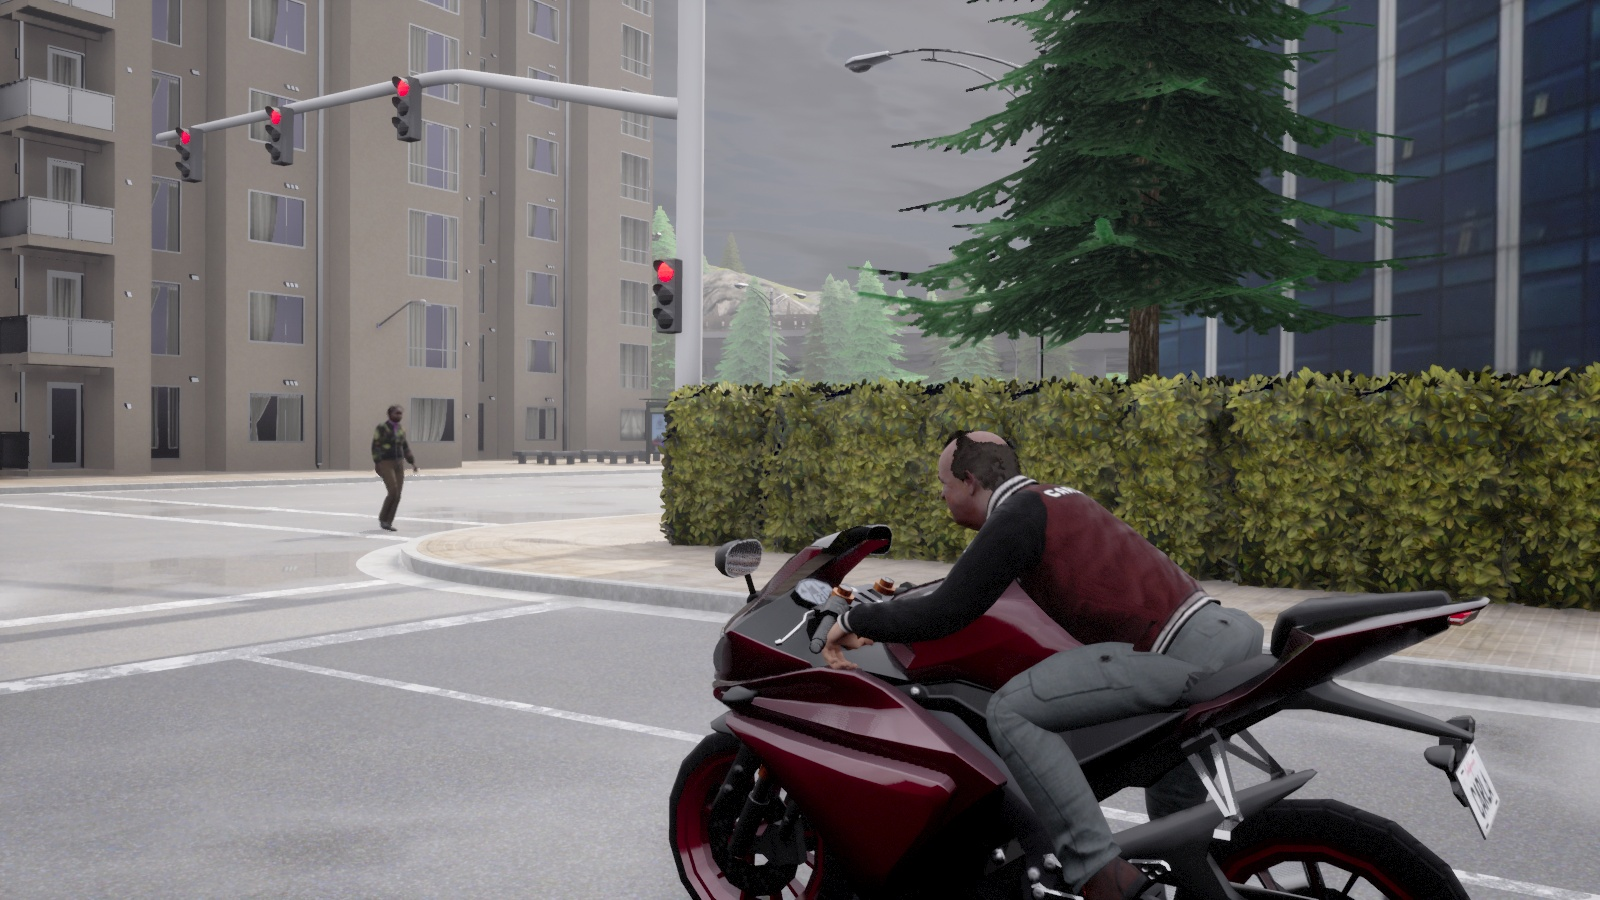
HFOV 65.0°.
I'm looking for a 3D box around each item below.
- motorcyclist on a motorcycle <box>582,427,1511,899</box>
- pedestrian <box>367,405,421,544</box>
[{"bbox_3d":[0.552,0.717,3.257,2.191,1.530,0.866,0,1,34],"label":"motorcyclist on a motorcycle"},{"bbox_3d":[-5.739,0.333,17.746,0.692,1.930,0.395,0,1,41],"label":"pedestrian"}]
